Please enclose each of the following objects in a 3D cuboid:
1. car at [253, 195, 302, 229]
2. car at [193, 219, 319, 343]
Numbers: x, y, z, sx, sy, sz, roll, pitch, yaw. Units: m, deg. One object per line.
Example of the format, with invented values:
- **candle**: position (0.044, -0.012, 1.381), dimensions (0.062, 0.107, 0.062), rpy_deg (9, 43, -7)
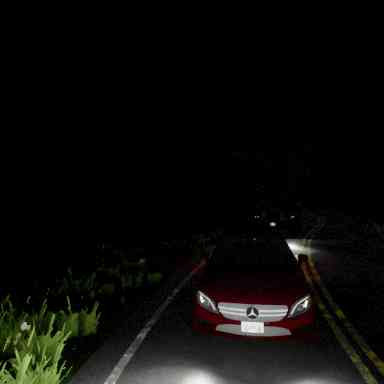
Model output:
- **car**: position (4.982, 1.215, 18.879), dimensions (2.150, 2.045, 5.566), rpy_deg (-2, -1, 22)
- **car**: position (1.224, 1.534, 6.703), dimensions (1.812, 1.442, 4.674), rpy_deg (-1, 0, 10)
